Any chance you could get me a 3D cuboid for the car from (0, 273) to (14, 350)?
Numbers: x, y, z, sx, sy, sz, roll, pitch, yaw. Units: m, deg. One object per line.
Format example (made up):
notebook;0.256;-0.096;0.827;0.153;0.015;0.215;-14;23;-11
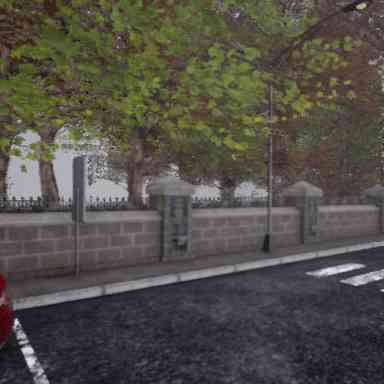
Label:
car;-4.452;1.529;3.541;4.507;1.381;1.887;1;0;-36
